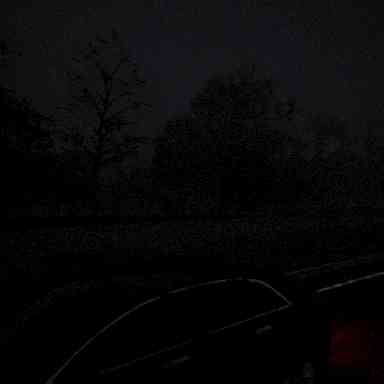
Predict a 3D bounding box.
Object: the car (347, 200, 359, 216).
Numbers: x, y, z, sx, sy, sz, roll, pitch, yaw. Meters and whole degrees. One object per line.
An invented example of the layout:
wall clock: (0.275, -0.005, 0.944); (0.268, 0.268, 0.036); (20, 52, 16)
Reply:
car: (16.698, 2.054, 40.039); (1.946, 1.575, 5.366); (2, -1, -35)

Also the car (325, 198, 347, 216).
car: (14.328, 1.716, 38.610); (2.435, 2.045, 5.566); (2, -1, -35)

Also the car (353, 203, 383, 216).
car: (25.505, 2.436, 46.543); (2.097, 1.535, 5.008); (2, -1, -35)

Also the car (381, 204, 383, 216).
car: (17.353, 1.806, 24.438); (1.946, 1.575, 5.366); (2, -1, -35)

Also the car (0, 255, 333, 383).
car: (-0.579, 1.506, 3.273); (4.892, 1.490, 1.837); (0, 0, -36)

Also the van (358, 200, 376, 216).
van: (21.035, 2.022, 43.504); (1.878, 1.987, 4.442); (2, -1, -35)

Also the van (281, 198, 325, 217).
van: (11.922, 1.658, 37.003); (1.878, 1.987, 4.442); (2, -1, -35)

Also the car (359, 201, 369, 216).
car: (18.846, 2.153, 41.790); (2.231, 1.521, 4.892); (2, -1, -35)

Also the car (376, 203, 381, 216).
car: (23.371, 2.219, 44.989); (2.185, 1.767, 4.553); (2, -1, -35)

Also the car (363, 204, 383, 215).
car: (27.861, 2.536, 48.224); (2.097, 1.535, 5.008); (2, -1, -35)

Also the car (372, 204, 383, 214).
car: (30.115, 2.634, 49.831); (2.231, 1.521, 4.892); (2, -1, -35)
